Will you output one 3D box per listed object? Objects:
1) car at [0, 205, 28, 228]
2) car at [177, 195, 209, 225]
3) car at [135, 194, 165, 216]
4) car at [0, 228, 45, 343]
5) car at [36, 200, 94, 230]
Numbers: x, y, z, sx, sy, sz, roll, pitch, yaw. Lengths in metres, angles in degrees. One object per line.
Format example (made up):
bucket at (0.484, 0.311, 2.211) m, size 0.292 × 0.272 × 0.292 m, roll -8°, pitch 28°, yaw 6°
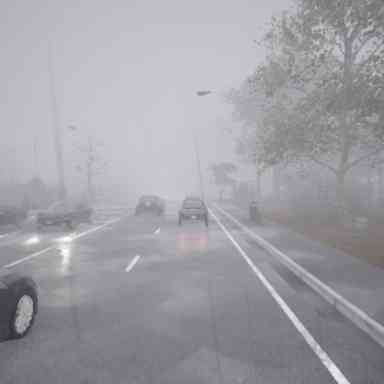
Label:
car at (-10.609, 1.368, 17.443) m, size 1.895 × 1.301 × 4.718 m, roll 0°, pitch 1°, yaw 0°
car at (0.087, 1.206, 21.527) m, size 2.128 × 1.511 × 4.902 m, roll 0°, pitch 1°, yaw 0°
car at (-3.416, 0.978, 27.948) m, size 2.097 × 1.767 × 4.553 m, roll 0°, pitch 1°, yaw 0°
car at (-3.402, 1.465, 3.480) m, size 1.837 × 1.490 × 4.892 m, roll 0°, pitch 1°, yaw 0°
car at (-7.110, 1.223, 19.075) m, size 1.882 × 1.535 × 5.008 m, roll 0°, pitch 1°, yaw 0°
